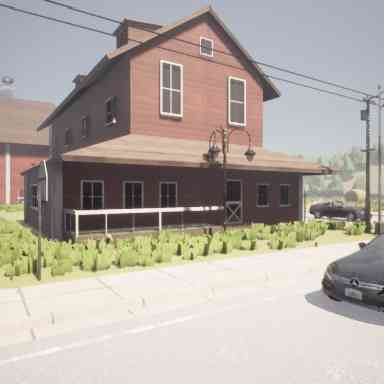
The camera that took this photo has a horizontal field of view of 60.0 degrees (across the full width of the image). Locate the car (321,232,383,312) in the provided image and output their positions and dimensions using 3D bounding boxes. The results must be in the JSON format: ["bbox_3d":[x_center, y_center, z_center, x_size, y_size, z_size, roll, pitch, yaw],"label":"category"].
[{"bbox_3d":[4.792,1.523,7.072,4.674,1.442,1.812,0,0,-32],"label":"car"}]

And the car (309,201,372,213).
[{"bbox_3d":[11.706,1.465,26.459,2.128,1.511,4.902,0,0,-33],"label":"car"}]
